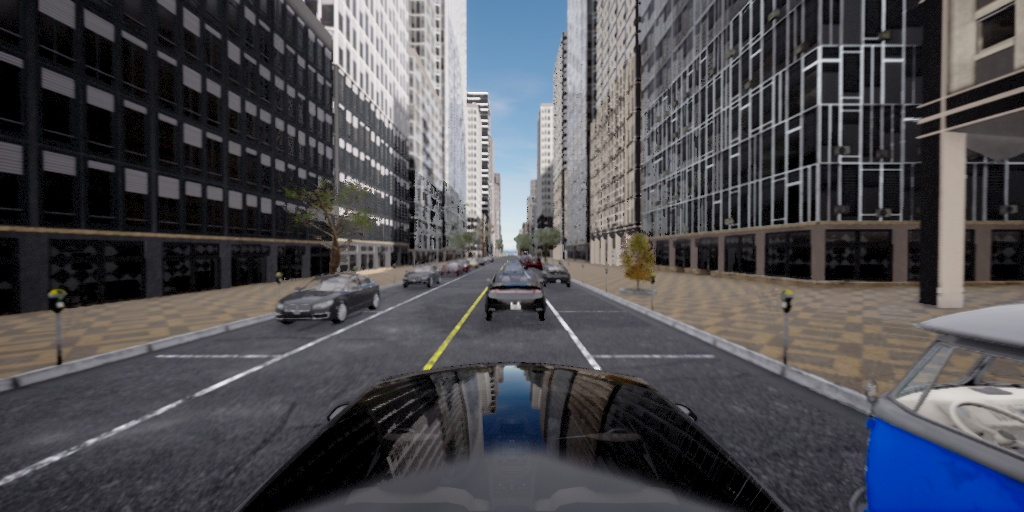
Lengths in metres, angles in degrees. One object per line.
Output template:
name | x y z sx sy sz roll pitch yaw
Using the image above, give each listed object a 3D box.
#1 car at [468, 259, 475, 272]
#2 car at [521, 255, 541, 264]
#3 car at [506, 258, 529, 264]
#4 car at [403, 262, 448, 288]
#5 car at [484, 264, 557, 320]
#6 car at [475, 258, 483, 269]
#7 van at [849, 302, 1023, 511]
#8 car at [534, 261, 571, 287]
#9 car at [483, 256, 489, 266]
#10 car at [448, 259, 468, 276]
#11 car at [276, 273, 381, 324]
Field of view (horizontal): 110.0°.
car | -5.674 1.034 40.082 1.967 1.591 4.097 0 0 0
car | 2.709 0.886 45.762 2.192 1.841 5.009 0 0 0
car | 0.112 1.179 30.951 2.033 1.411 5.357 0 0 0
car | -5.682 1.214 23.031 2.007 1.370 4.403 0 0 0
car | 0.105 1.199 12.413 2.128 1.511 4.902 0 0 0
car | -5.669 1.073 51.280 1.751 1.417 4.829 0 0 0
van | 2.689 1.097 0.293 1.690 1.789 3.998 0 0 0
car | 2.699 1.215 23.027 2.007 1.370 4.403 0 0 0
car | -5.664 1.066 62.817 1.948 1.339 4.313 0 0 0
car | -5.677 1.199 34.399 1.802 1.307 4.207 0 0 0
car | -5.687 1.260 11.665 2.007 1.370 4.403 0 0 0
